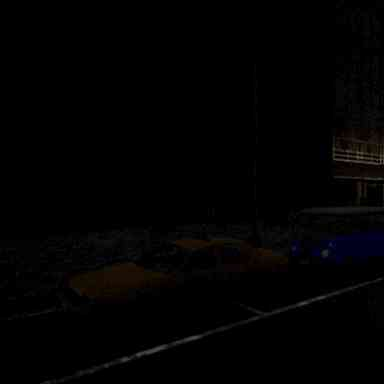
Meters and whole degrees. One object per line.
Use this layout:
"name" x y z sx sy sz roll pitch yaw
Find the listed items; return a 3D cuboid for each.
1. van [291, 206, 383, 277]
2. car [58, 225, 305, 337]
"van" 4.668 1.335 9.983 3.998 1.788 1.690 0 0 -36
"car" -0.036 1.523 6.624 4.829 1.417 1.752 0 0 -36
